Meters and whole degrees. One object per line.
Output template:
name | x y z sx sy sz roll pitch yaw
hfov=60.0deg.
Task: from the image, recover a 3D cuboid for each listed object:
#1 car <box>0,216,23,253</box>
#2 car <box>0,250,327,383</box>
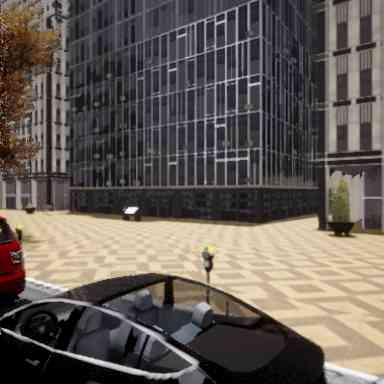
car | -5.345 1.307 6.689 5.009 1.841 2.192 0 0 35
car | -0.848 1.563 3.482 4.313 1.339 1.947 0 0 35
